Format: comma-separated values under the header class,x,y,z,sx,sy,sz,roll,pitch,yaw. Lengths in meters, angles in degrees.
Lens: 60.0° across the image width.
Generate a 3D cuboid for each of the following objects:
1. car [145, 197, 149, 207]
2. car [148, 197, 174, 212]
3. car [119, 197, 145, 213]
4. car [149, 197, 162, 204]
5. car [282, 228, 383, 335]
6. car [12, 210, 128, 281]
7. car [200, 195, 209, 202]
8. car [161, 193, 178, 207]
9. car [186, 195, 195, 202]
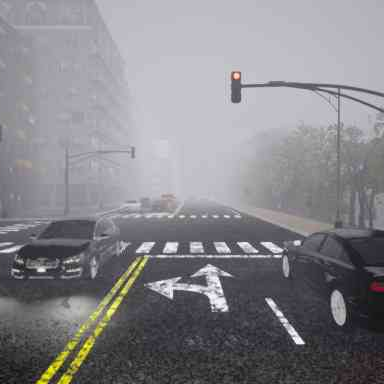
class,x,y,z,sx,sy,sz,roll,pitch,yaw
car,-6.789,1.487,47.984,1.882,1.535,5.008,0,0,0
car,-3.493,1.569,37.826,1.994,1.385,4.181,0,0,1
car,-6.749,1.530,37.201,1.812,1.442,4.674,0,0,0
car,-6.804,1.621,62.996,1.895,1.301,4.718,0,0,0
car,3.326,1.477,6.891,1.882,1.535,5.008,0,0,0
car,-3.389,1.503,9.894,1.837,1.490,4.892,0,0,0
car,2.934,1.558,78.585,2.128,1.511,4.902,0,0,0
car,-3.539,1.229,47.967,2.150,2.045,5.566,0,0,0
car,-0.317,1.387,78.432,2.097,1.767,4.553,0,0,0
